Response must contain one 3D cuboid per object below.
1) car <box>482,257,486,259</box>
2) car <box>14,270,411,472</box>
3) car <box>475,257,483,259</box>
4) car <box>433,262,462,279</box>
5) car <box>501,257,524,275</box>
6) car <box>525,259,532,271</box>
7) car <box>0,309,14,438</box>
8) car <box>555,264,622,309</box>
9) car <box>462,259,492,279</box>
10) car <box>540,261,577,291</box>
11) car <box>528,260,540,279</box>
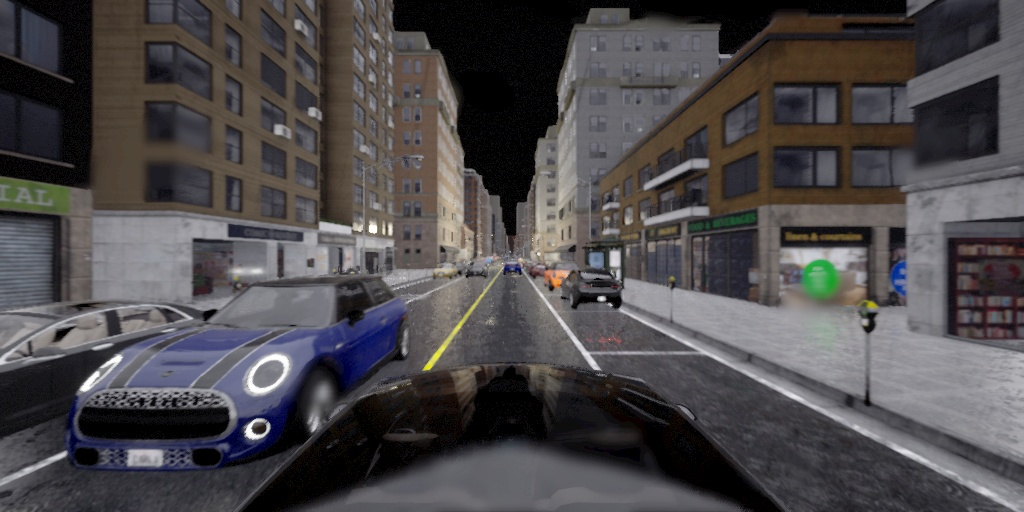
[{"bbox_3d":[-5.884,1.305,59.731,1.802,1.307,4.207,0,0,0],"label":"car"},{"bbox_3d":[-3.068,1.100,5.258,2.097,1.767,4.553,0,0,0],"label":"car"},{"bbox_3d":[-5.881,1.293,54.207,1.948,1.339,4.313,0,0,0],"label":"car"},{"bbox_3d":[-5.872,1.264,31.942,1.751,1.417,4.829,0,0,0],"label":"car"},{"bbox_3d":[0.056,1.213,39.257,1.882,1.535,5.008,0,0,0],"label":"car"},{"bbox_3d":[2.652,1.281,37.659,1.888,1.381,4.507,0,0,0],"label":"car"},{"bbox_3d":[-5.859,1.300,4.494,2.007,1.370,4.403,0,0,0],"label":"car"},{"bbox_3d":[3.139,1.249,14.972,1.837,1.490,4.892,0,0,0],"label":"car"},{"bbox_3d":[-3.107,1.243,32.514,1.837,1.490,4.892,0,0,0],"label":"car"},{"bbox_3d":[3.103,1.094,21.943,2.097,1.767,4.553,0,0,0],"label":"car"},{"bbox_3d":[2.654,1.320,32.134,1.802,1.307,4.207,0,0,0],"label":"car"}]
